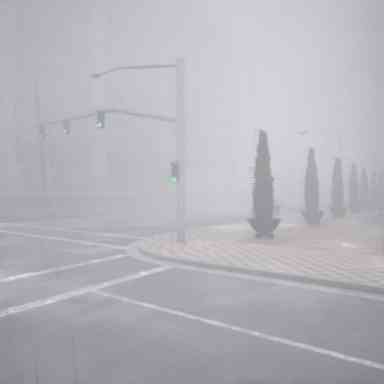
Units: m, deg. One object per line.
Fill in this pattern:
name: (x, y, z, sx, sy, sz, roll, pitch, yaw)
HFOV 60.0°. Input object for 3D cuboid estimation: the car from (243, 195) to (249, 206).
car: (10.309, 1.606, 55.849, 1.837, 1.490, 4.892, 0, -1, 36)

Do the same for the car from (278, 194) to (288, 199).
car: (13.139, 1.577, 53.790, 2.128, 1.511, 4.902, 0, 0, 36)

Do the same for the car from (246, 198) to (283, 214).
car: (7.639, 1.613, 34.202, 1.994, 1.385, 4.181, 0, 0, 36)
